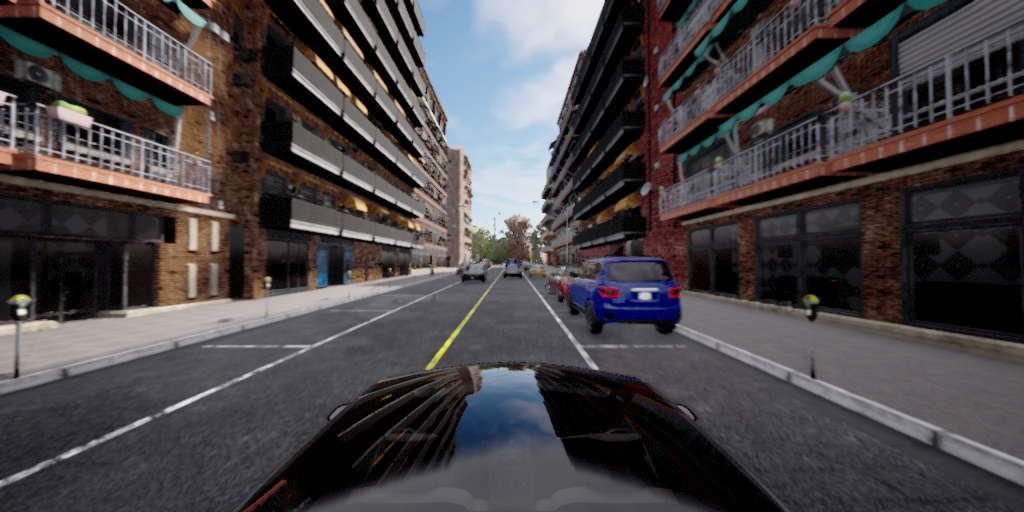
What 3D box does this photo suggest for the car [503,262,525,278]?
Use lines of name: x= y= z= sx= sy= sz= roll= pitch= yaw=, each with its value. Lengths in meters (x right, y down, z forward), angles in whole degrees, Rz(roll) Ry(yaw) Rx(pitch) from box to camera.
car: x=0.085 y=1.589 z=38.337 sx=1.994 sy=1.385 sz=4.181 roll=0 pitch=-1 yaw=0

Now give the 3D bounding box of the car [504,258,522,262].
car: x=0.020 y=1.354 z=51.818 sx=2.150 sy=2.045 sz=5.566 roll=0 pitch=0 yaw=0

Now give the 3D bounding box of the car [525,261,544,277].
car: x=2.707 y=1.557 z=39.042 sx=1.751 sy=1.417 sz=4.829 roll=0 pitch=0 yaw=0

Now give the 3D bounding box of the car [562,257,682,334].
car: x=3.109 y=1.049 z=11.061 sx=2.150 sy=2.045 sz=5.566 roll=0 pitch=0 yaw=0

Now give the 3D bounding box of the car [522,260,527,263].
car: x=2.773 y=1.730 z=56.218 sx=1.948 sy=1.339 sz=4.313 roll=0 pitch=0 yaw=0

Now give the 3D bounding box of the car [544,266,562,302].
car: x=3.075 y=1.225 z=18.093 sx=2.097 sy=1.767 sz=4.553 roll=0 pitch=-1 yaw=-1

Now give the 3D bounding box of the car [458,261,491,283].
car: x=-3.091 y=1.444 z=30.375 sx=1.882 sy=1.535 sz=5.008 roll=0 pitch=0 yaw=0
